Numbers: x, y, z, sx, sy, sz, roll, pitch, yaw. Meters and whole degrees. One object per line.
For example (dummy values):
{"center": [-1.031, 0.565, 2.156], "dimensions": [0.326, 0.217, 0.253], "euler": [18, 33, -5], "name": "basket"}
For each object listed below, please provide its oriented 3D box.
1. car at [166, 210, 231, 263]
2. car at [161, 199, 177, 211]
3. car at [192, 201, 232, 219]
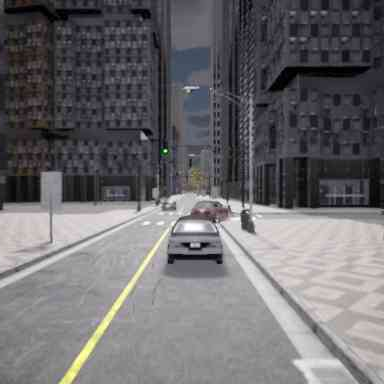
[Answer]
{"center": [0.098, 1.590, 12.095], "dimensions": [2.033, 1.411, 5.357], "euler": [0, 0, 0], "name": "car"}
{"center": [-3.058, 1.720, 45.304], "dimensions": [2.128, 1.511, 4.902], "euler": [0, 0, 0], "name": "car"}
{"center": [1.618, 1.487, 26.622], "dimensions": [2.097, 1.767, 4.553], "euler": [0, -1, 24], "name": "car"}
